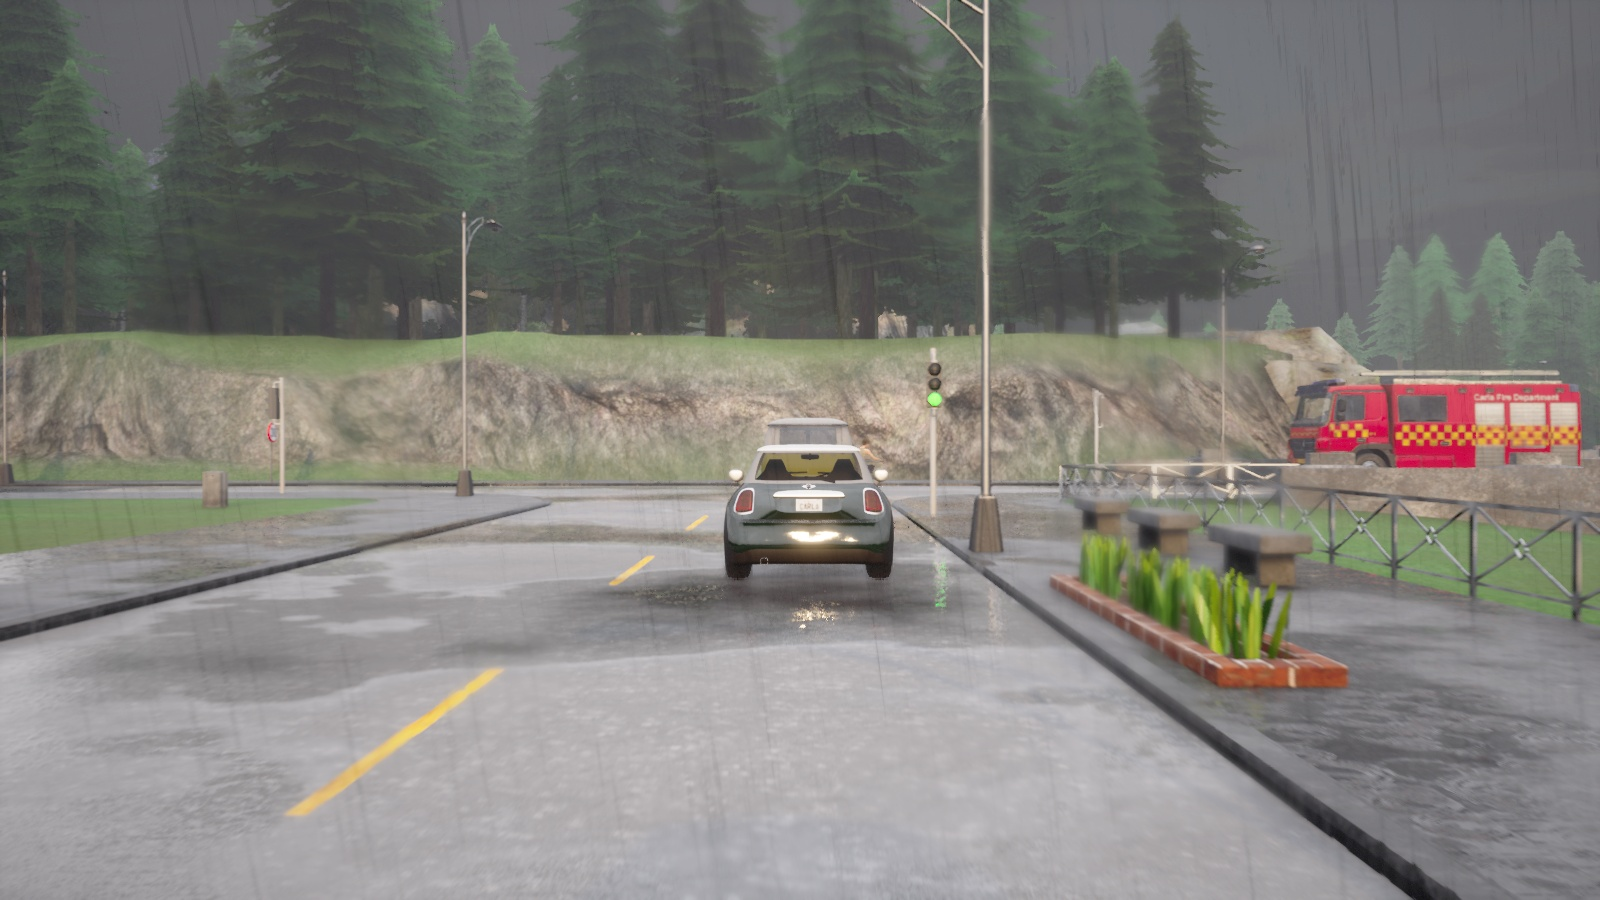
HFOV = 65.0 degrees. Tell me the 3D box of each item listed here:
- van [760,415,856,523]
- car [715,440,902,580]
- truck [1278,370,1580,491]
[{"bbox_3d":[0.162,0.353,25.393,1.775,1.987,4.442,0,0,0],"label":"van"},{"bbox_3d":[0.103,0.626,15.159,1.970,1.475,3.806,0,0,0],"label":"car"},{"bbox_3d":[20.466,-0.634,41.221,8.468,3.827,2.891,0,0,0],"label":"truck"}]
